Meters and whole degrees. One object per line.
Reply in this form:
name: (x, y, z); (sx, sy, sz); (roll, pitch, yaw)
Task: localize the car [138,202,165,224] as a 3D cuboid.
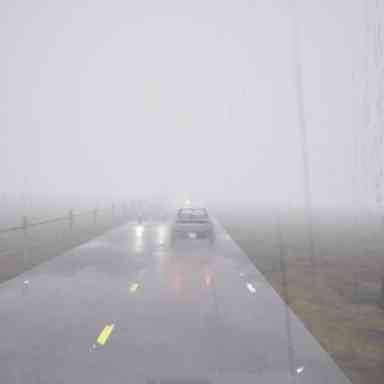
car: (-2.727, 1.470, 24.115); (1.812, 1.442, 4.674); (0, 0, 0)

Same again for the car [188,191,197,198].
car: (0.166, 0.611, 85.516); (2.128, 1.511, 4.902); (0, 1, 0)

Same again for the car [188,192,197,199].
car: (0.130, 0.896, 75.509); (1.812, 1.442, 4.674); (0, 1, 0)

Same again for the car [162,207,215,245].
car: (0.022, 1.469, 15.253); (2.128, 1.511, 4.902); (0, 0, 0)
